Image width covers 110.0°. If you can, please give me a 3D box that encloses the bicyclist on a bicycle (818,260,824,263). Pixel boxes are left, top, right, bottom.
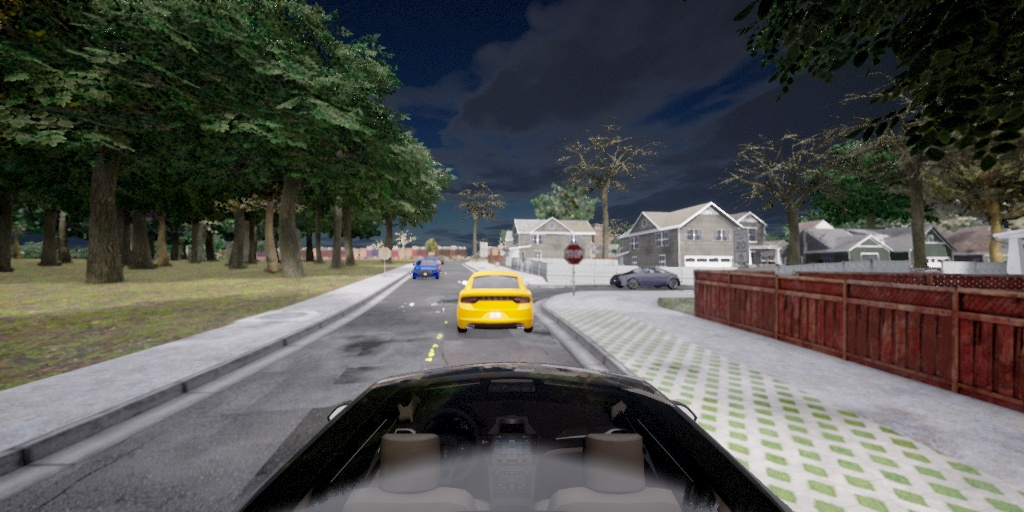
[{"bbox_3d":[15.792,0.998,18.114,0.582,1.620,1.656,1,-3,-10],"label":"bicyclist on a bicycle"}]

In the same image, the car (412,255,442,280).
[{"bbox_3d":[-6.513,0.960,27.462,1.882,1.535,5.008,0,1,-11],"label":"car"}]

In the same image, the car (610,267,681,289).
[{"bbox_3d":[8.380,1.378,22.683,4.181,1.385,1.994,1,-2,-9],"label":"car"}]

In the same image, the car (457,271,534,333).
[{"bbox_3d":[-0.483,1.166,10.562,1.882,1.535,5.008,0,0,-3],"label":"car"}]

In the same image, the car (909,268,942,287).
[{"bbox_3d":[28.862,1.487,23.477,5.008,1.535,1.882,1,-2,-10],"label":"car"}]

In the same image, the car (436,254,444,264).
[{"bbox_3d":[-8.607,0.706,38.350,2.097,1.767,4.553,0,1,-11],"label":"car"}]
